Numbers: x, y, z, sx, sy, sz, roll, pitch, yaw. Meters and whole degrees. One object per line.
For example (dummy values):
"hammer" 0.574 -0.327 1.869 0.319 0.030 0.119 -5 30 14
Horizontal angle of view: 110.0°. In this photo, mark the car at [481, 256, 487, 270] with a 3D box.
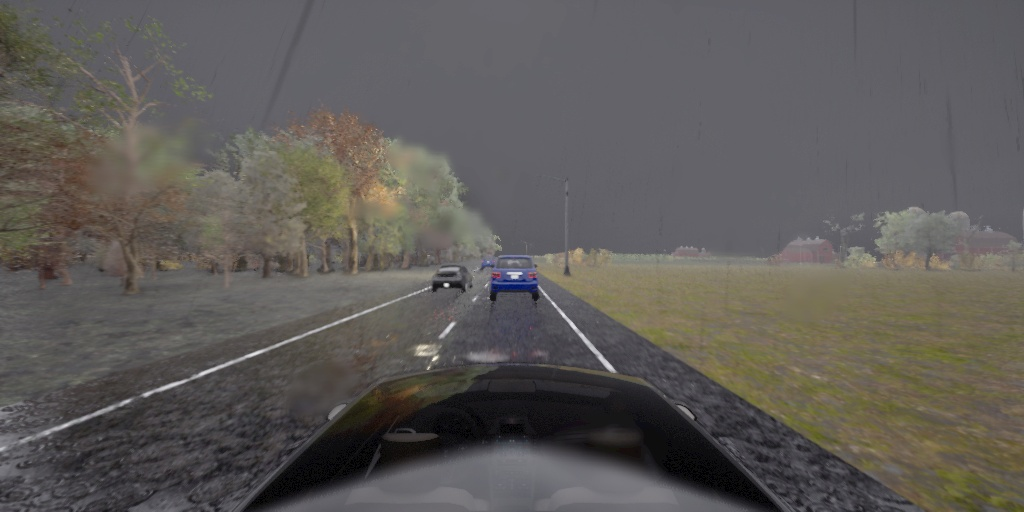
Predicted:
"car" -3.384 1.019 53.669 2.150 2.045 5.566 0 0 0

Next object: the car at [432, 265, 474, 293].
"car" -3.392 1.273 20.975 1.837 1.490 4.892 0 0 0

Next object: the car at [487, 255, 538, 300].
"car" 0.109 0.992 17.997 2.150 2.045 5.566 0 0 0
